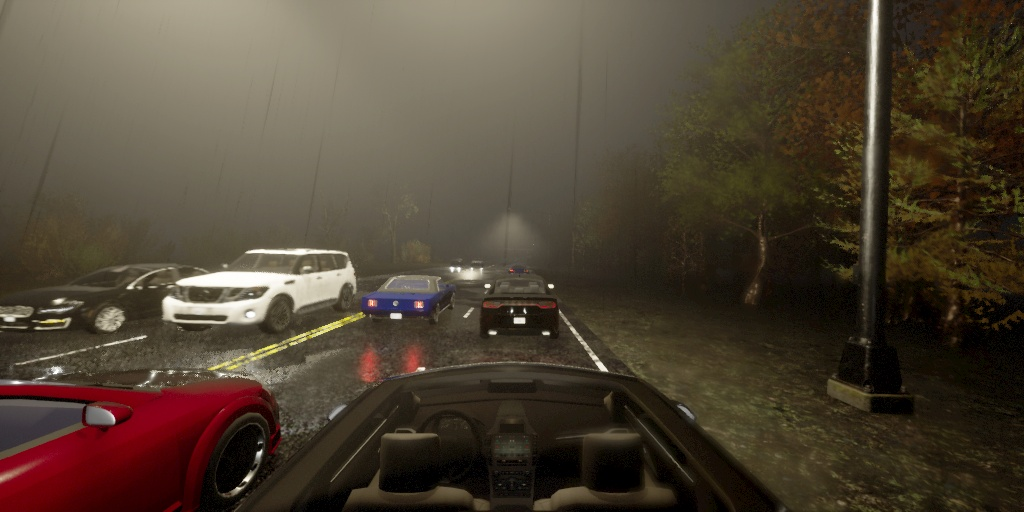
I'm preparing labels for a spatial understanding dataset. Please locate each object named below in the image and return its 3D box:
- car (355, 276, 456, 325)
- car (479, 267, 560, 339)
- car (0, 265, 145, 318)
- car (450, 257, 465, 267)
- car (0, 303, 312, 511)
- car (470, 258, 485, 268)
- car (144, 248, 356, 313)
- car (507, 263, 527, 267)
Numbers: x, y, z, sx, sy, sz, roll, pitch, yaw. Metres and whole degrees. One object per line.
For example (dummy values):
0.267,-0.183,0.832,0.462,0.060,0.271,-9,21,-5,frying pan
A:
-3.014,1.281,11.575,1.895,1.301,4.718,2,0,0,car
0.203,1.235,10.163,1.882,1.535,5.008,0,0,1,car
-9.740,0.979,9.408,1.837,1.490,4.892,2,0,1,car
-8.772,0.957,58.163,2.128,1.511,4.902,2,0,1,car
-3.141,1.241,1.621,1.994,1.385,4.181,2,0,1,car
-5.522,1.090,58.217,1.812,1.442,4.674,2,0,1,car
-6.473,0.795,10.235,2.150,2.045,5.566,2,0,1,car
0.533,1.297,30.611,1.812,1.442,4.674,1,0,0,car
